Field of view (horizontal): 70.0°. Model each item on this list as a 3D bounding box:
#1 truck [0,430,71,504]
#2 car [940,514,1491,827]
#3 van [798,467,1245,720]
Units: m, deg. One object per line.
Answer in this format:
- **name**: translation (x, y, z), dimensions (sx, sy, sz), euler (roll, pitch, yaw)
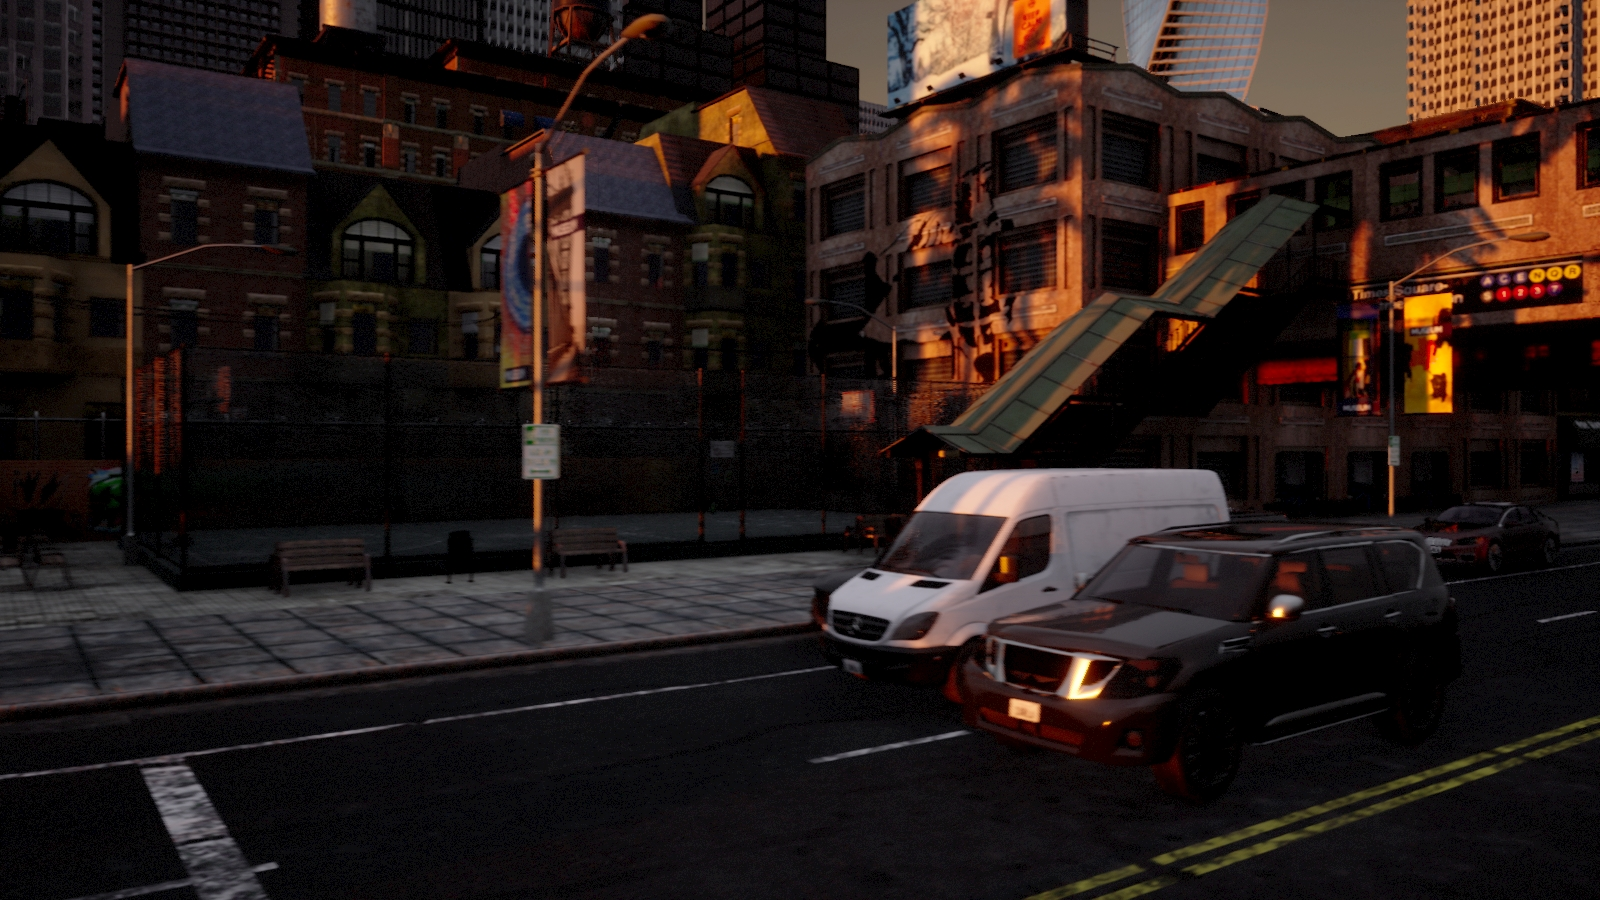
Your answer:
- **truck**: translation (-43.603, 0.891, 60.342), dimensions (8.468, 3.827, 2.891), euler (0, 0, -29)
- **car**: translation (4.155, 1.780, 10.964), dimensions (5.566, 2.045, 2.150), euler (0, 0, -35)
- **van**: translation (2.969, 1.534, 14.407), dimensions (5.915, 2.561, 1.988), euler (0, 0, -35)
